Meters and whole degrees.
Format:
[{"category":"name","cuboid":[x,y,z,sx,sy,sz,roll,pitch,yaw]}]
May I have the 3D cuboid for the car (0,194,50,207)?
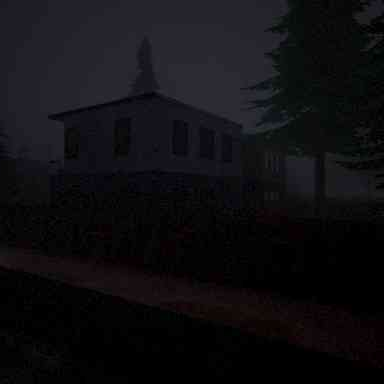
[{"category":"car","cuboid":[-14.710,1.202,29.549,2.150,2.045,5.566,0,0,27]}]
